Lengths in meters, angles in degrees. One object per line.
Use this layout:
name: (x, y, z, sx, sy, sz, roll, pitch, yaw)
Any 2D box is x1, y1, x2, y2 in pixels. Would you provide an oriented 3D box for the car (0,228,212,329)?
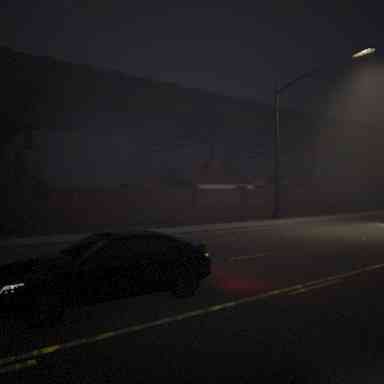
car: (-1.675, 1.546, 7.096, 4.674, 1.442, 1.812, 1, 0, -36)
